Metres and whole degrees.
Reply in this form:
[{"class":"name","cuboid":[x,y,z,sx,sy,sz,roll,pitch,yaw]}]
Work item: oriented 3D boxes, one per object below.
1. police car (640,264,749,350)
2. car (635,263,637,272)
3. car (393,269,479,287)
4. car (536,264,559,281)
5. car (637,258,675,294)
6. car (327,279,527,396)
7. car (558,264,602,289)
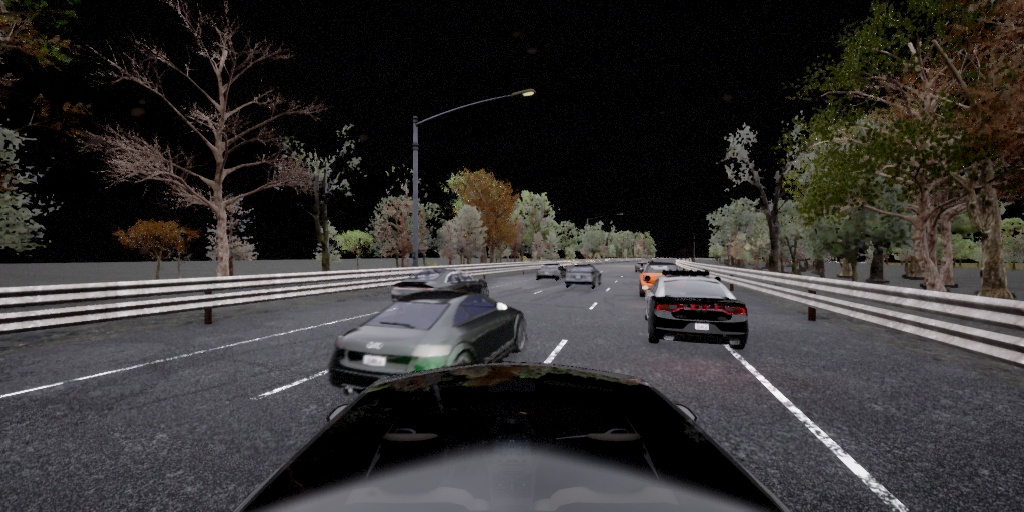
[{"class":"police car","cuboid":[4.534,1.175,9.437,1.930,1.638,5.238,0,0,19]},{"class":"car","cuboid":[16.684,1.266,45.436,2.128,1.511,4.902,0,0,22]},{"class":"car","cuboid":[-2.466,1.242,13.472,2.128,1.511,4.902,0,0,19]},{"class":"car","cuboid":[3.451,1.321,30.143,1.994,1.385,4.181,0,0,20]},{"class":"car","cuboid":[7.725,1.104,18.634,2.097,1.767,4.553,0,0,20]},{"class":"car","cuboid":[-1.126,1.314,6.495,1.994,1.385,4.181,0,0,18]},{"class":"car","cuboid":[4.761,1.302,23.528,2.033,1.411,5.357,0,0,20]}]
